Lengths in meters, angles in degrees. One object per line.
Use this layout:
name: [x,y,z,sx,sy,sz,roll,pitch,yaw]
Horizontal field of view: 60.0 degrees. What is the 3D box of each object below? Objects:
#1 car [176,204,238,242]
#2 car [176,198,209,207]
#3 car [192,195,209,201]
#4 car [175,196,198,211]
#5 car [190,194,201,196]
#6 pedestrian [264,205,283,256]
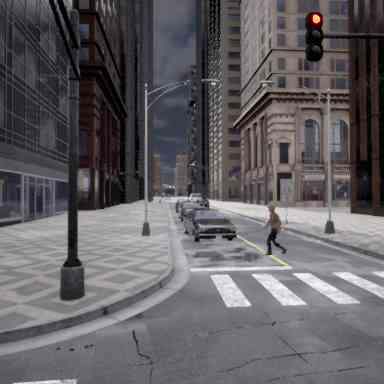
car: [0.699,1.564,16.927,2.033,1.411,5.357,0,0,-10]
car: [-0.088,1.534,27.153,1.837,1.490,4.892,0,0,-5]
car: [1.400,1.572,48.105,1.837,1.490,4.892,0,0,-5]
car: [-0.920,1.539,37.438,2.128,1.511,4.902,0,0,-5]
car: [0.554,1.314,58.482,2.150,2.045,5.566,0,0,-5]
pedestrian: [2.863,1.303,11.676,0.375,1.860,0.375,1,-1,-5]
